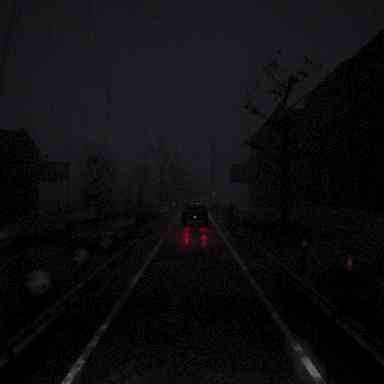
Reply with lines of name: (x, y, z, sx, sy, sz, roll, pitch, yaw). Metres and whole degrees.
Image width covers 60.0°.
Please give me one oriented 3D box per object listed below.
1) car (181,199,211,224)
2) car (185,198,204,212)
car: (0.235, 1.525, 25.088, 2.128, 1.511, 4.902, 0, 0, 0)
car: (0.323, 1.558, 41.009, 2.128, 1.511, 4.902, 0, 0, 0)
